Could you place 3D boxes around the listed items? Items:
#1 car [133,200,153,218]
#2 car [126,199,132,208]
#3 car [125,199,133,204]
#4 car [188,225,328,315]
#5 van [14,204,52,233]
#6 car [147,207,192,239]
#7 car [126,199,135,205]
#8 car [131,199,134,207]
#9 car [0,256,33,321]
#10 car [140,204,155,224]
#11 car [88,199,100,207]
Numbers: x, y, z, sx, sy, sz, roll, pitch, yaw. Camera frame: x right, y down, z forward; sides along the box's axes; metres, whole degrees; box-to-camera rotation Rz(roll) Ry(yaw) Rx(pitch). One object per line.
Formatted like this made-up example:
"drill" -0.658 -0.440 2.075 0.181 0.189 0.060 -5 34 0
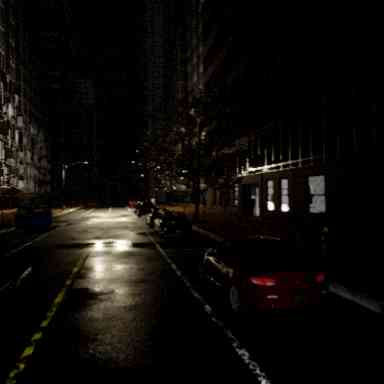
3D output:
"car" -4.836 1.807 35.247 1.967 1.590 4.097 -1 0 -12
"car" -10.984 2.217 63.035 1.887 1.381 4.507 -1 0 -12
"car" -17.134 2.520 90.822 1.947 1.339 4.313 -1 0 -12
"car" 1.316 1.619 7.458 1.802 1.307 4.206 -1 0 -12
"van" -10.560 1.731 22.324 1.690 1.788 3.998 -1 0 -12
"car" -1.144 1.726 18.573 2.008 1.369 4.403 -1 0 -12
"car" -14.674 2.409 79.707 1.947 1.339 4.313 -1 0 -12
"car" -6.066 1.869 40.804 1.967 1.590 4.097 -1 0 -12
"car" -3.981 1.725 5.066 1.895 1.301 4.718 -1 -1 -13
"car" -2.374 1.791 24.131 2.008 1.369 4.403 -1 0 -12
"car" -21.626 2.481 72.344 1.887 1.381 4.507 -1 0 -12
